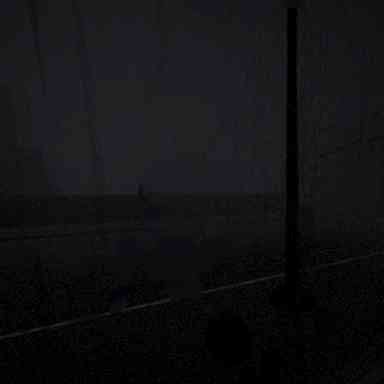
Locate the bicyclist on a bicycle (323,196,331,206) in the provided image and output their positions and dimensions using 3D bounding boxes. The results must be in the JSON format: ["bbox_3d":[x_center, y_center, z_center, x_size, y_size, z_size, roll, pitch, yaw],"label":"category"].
[{"bbox_3d":[22.565,1.518,55.566,1.656,1.620,0.582,0,2,-23],"label":"bicyclist on a bicycle"}]

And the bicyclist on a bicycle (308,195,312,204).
[{"bbox_3d":[21.531,1.330,60.492,0.582,1.620,1.656,0,0,21],"label":"bicyclist on a bicycle"}]
